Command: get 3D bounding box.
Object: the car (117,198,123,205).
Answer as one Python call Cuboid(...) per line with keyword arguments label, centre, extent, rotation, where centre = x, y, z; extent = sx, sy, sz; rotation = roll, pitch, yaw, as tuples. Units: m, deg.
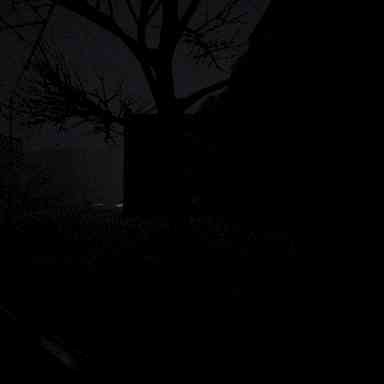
Cuboid(label="car", centre=(-14.249, 1.969, 70.073), extent=(1.994, 1.385, 4.181), rotation=(1, 0, 11))
